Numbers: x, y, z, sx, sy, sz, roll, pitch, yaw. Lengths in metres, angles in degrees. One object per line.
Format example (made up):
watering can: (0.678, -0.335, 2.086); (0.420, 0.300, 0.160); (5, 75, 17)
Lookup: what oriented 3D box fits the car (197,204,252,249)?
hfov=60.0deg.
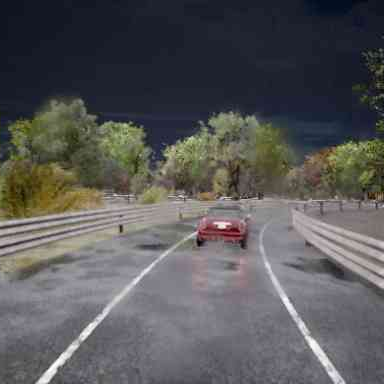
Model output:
car: (1.626, 1.408, 15.330); (2.097, 1.767, 4.553); (1, 0, 12)

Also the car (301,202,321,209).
car: (18.493, 2.192, 51.901); (1.895, 1.301, 4.718); (2, 0, 39)
